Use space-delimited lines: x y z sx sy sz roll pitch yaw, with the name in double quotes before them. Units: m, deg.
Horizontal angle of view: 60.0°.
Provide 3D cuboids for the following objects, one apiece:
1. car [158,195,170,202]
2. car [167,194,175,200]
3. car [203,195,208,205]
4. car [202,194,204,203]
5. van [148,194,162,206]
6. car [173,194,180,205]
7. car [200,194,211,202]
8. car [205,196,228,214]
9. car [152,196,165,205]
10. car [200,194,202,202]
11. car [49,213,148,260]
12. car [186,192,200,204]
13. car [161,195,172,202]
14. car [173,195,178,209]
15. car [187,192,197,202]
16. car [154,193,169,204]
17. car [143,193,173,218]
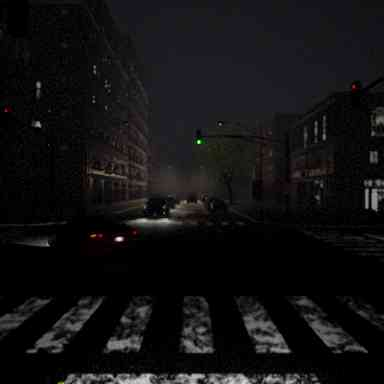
"car" -5.682 1.403 68.082 1.947 1.339 4.313 0 0 0
"car" -5.680 1.341 90.699 1.752 1.417 4.829 0 0 0
"car" 2.695 1.327 39.595 1.967 1.590 4.097 0 0 0
"car" 2.695 1.315 45.291 1.967 1.590 4.097 0 0 0
"van" -5.685 1.204 50.991 1.690 1.788 3.998 0 0 0
"car" -3.052 1.347 55.193 2.128 1.511 4.902 0 0 0
"car" 2.698 1.277 68.079 1.967 1.590 4.097 0 0 0
"car" 2.694 1.450 33.898 2.008 1.369 4.403 0 0 0
"car" -5.684 1.435 56.689 1.802 1.307 4.206 0 0 0
"car" 2.698 1.395 62.382 2.008 1.369 4.403 0 0 0
"car" -3.748 1.519 12.435 1.994 1.385 4.181 0 0 -42
"car" 0.009 1.324 60.671 1.882 1.535 5.008 0 0 0
"car" -5.682 1.381 73.778 2.008 1.369 4.403 0 0 0
"car" -3.080 1.407 42.128 1.812 1.442 4.674 0 0 0
"car" 0.010 0.970 71.118 2.150 2.045 5.566 0 0 0
"car" -5.684 1.159 62.385 2.192 1.841 5.009 0 0 0
"car" -3.059 1.262 29.374 2.097 1.767 4.553 0 0 0
